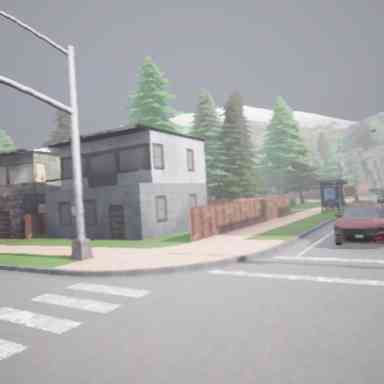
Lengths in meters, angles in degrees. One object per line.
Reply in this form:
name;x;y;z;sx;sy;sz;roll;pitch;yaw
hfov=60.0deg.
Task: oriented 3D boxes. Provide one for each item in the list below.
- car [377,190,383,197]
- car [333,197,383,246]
car;20.572;0.491;34.725;2.097;1.767;4.553;-4;-1;33
car;7.157;1.221;13.734;1.882;1.535;5.008;-4;-1;33
